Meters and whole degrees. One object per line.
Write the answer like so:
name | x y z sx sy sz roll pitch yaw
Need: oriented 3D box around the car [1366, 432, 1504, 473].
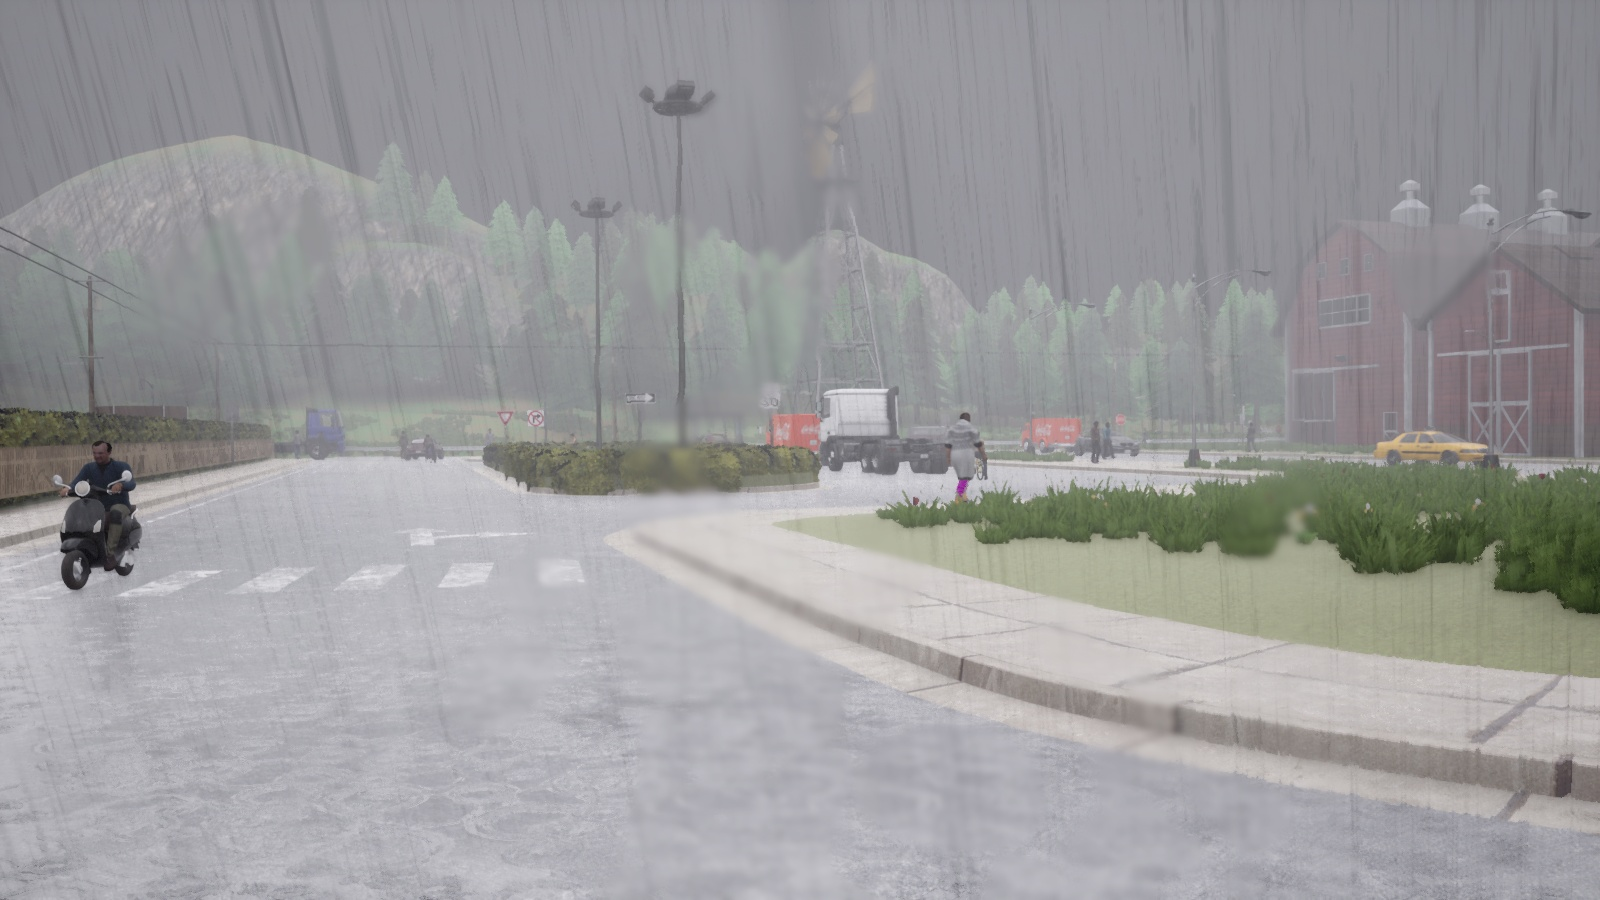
car | 26.085 0.065 51.819 1.801 1.575 5.366 0 1 -18

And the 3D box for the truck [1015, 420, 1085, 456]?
truck | 17.665 -0.901 88.990 2.627 2.467 5.204 0 1 -18

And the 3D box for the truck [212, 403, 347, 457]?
truck | -34.248 -1.326 82.964 7.936 3.462 2.891 0 1 -17

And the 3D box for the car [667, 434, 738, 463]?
car | -5.283 -0.104 67.964 3.633 1.501 1.845 1 1 41

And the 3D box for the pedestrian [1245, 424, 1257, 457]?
pedestrian | 27.180 -0.570 75.672 0.402 1.930 0.666 0 1 -12

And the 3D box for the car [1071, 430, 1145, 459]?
car | 18.425 -0.378 75.353 2.242 1.667 4.611 0 1 -18

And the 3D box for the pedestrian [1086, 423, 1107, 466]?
pedestrian | 12.645 -0.238 53.593 0.328 1.805 0.869 -1 1 -32

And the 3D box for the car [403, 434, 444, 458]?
car | -23.941 -0.273 80.077 1.812 1.442 4.674 0 1 -8

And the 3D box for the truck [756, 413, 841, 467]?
truck | -0.139 -0.487 60.138 2.627 2.467 5.204 0 1 -18

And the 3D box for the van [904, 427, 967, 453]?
van | 10.421 -0.784 96.645 4.442 1.987 1.775 0 1 -17

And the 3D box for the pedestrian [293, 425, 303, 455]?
pedestrian | -30.981 -0.606 77.445 0.354 1.836 0.706 -1 1 -40

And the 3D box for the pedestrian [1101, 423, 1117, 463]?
pedestrian | 14.719 -0.339 59.840 0.396 1.930 0.692 0 1 -27

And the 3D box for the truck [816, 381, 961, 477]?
truck | 3.290 -0.825 49.404 2.891 3.462 7.936 0 1 -18

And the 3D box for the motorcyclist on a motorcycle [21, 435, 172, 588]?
motorcyclist on a motorcycle | -7.802 0.629 14.027 0.866 1.590 1.817 0 1 -8

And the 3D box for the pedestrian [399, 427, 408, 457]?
pedestrian | -26.110 -0.542 82.703 0.396 1.930 0.692 0 1 -1

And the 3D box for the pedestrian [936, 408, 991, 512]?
pedestrian | 3.144 0.184 24.146 0.659 1.952 0.873 1 1 43
